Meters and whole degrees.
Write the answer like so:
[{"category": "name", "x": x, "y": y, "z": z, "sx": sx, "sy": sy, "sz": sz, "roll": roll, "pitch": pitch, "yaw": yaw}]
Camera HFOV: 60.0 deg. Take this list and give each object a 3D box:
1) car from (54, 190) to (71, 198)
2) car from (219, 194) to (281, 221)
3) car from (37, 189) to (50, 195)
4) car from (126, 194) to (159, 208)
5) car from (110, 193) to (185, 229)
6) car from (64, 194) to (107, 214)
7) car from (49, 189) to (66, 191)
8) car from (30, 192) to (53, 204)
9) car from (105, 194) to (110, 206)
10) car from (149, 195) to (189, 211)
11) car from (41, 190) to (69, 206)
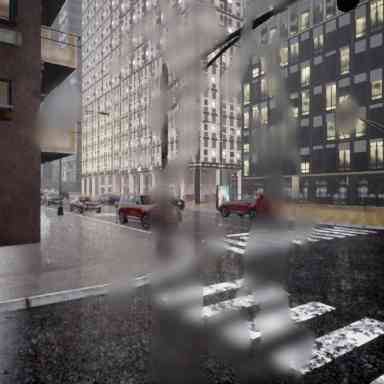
[{"category": "car", "x": -25.213, "y": 0.309, "z": 64.646, "sx": 1.887, "sy": 1.381, "sz": 4.507, "roll": 1, "pitch": 0, "yaw": -36}, {"category": "car", "x": 4.142, "y": 1.027, "z": 24.259, "sx": 2.192, "sy": 1.841, "sz": 5.009, "roll": 1, "pitch": 0, "yaw": -36}, {"category": "car", "x": -34.996, "y": -0.011, "z": 78.108, "sx": 1.887, "sy": 1.381, "sz": 4.507, "roll": 1, "pitch": 0, "yaw": -36}, {"category": "car", "x": -5.648, "y": 0.965, "z": 37.721, "sx": 1.947, "sy": 1.339, "sz": 4.313, "roll": 1, "pitch": 0, "yaw": -36}, {"category": "car", "x": -2.600, "y": 1.008, "z": 19.283, "sx": 2.192, "sy": 1.841, "sz": 5.009, "roll": 2, "pitch": 0, "yaw": -36}, {"category": "car", "x": -9.128, "y": 1.067, "z": 28.257, "sx": 1.802, "sy": 1.307, "sz": 4.206, "roll": 2, "pitch": 0, "yaw": -36}, {"category": "car", "x": -22.095, "y": 0.433, "z": 55.924, "sx": 1.837, "sy": 1.490, "sz": 4.892, "roll": 0, "pitch": 1, "yaw": -36}, {"category": "car", "x": -18.909, "y": 0.752, "z": 41.715, "sx": 1.802, "sy": 1.307, "sz": 4.206, "roll": 2, "pitch": 0, "yaw": -36}, {"category": "car", "x": -9.559, "y": 0.899, "z": 38.676, "sx": 1.994, "sy": 1.385, "sz": 4.181, "roll": 0, "pitch": 1, "yaw": -36}, {"category": "car", "x": -2.386, "y": 1.070, "z": 33.234, "sx": 1.947, "sy": 1.339, "sz": 4.313, "roll": 1, "pitch": 0, "yaw": -36}, {"category": "car", "x": -15.648, "y": 0.827, "z": 37.229, "sx": 2.008, "sy": 1.369, "sz": 4.403, "roll": 2, "pitch": 0, "yaw": -36}]
